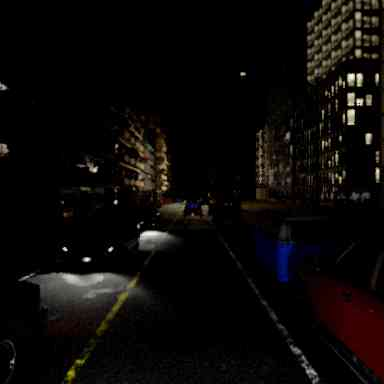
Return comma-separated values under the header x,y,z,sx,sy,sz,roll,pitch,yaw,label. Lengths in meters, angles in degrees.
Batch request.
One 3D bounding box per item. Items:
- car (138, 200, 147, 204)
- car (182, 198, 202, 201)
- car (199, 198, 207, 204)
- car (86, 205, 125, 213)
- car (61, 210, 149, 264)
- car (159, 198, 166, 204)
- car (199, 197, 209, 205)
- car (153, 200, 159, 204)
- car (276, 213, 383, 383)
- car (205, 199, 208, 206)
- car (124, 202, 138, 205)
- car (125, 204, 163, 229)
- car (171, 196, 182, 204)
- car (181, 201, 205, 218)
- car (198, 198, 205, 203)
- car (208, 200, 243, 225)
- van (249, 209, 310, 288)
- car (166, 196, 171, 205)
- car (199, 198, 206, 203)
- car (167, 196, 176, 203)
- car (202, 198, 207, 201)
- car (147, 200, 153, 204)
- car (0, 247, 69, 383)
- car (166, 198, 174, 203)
x,y,z,sx,sy,sz,roll,pitch,yaw,label
-5.704,1.662,31.241,1.967,1.590,4.097,0,0,0,car
0.022,1.815,46.595,1.882,1.535,5.008,0,0,1,car
2.662,2.148,81.151,1.752,1.417,4.829,0,0,0,car
-5.700,1.691,20.187,2.008,1.369,4.403,0,0,0,car
-3.100,1.633,12.491,2.033,1.411,5.357,0,0,0,car
-5.710,1.915,53.176,1.752,1.417,4.829,0,0,0,car
2.663,2.014,75.454,1.967,1.590,4.097,0,0,0,car
-5.707,1.745,42.294,1.967,1.590,4.097,0,0,0,car
2.684,1.340,3.612,2.192,1.841,5.009,0,0,0,car
2.675,1.808,36.769,1.887,1.381,4.507,0,0,0,car
-5.702,1.725,25.713,1.887,1.381,4.507,0,0,0,car
-3.077,1.721,22.561,1.994,1.385,4.181,0,0,0,car
-3.022,2.026,75.149,2.033,1.411,5.357,0,0,0,car
0.079,1.840,33.474,1.895,1.301,4.718,0,0,0,car
2.659,2.300,92.033,1.802,1.307,4.206,0,-1,0,car
2.677,1.496,25.717,2.192,1.841,5.009,0,0,0,car
2.682,1.403,9.137,1.690,1.788,3.998,0,0,0,van
-5.717,2.118,75.452,1.887,1.381,4.507,0,0,0,car
2.660,2.251,86.507,1.802,1.307,4.206,0,-1,0,car
-5.723,2.032,92.033,2.192,1.841,5.009,0,-1,0,car
2.337,1.964,61.872,1.837,1.490,4.892,0,0,0,car
-5.705,1.845,36.767,1.802,1.307,4.206,0,0,0,car
-3.076,1.564,2.413,2.033,1.411,5.357,0,0,4,car
-5.720,2.193,86.336,1.752,1.417,4.829,0,0,0,car
